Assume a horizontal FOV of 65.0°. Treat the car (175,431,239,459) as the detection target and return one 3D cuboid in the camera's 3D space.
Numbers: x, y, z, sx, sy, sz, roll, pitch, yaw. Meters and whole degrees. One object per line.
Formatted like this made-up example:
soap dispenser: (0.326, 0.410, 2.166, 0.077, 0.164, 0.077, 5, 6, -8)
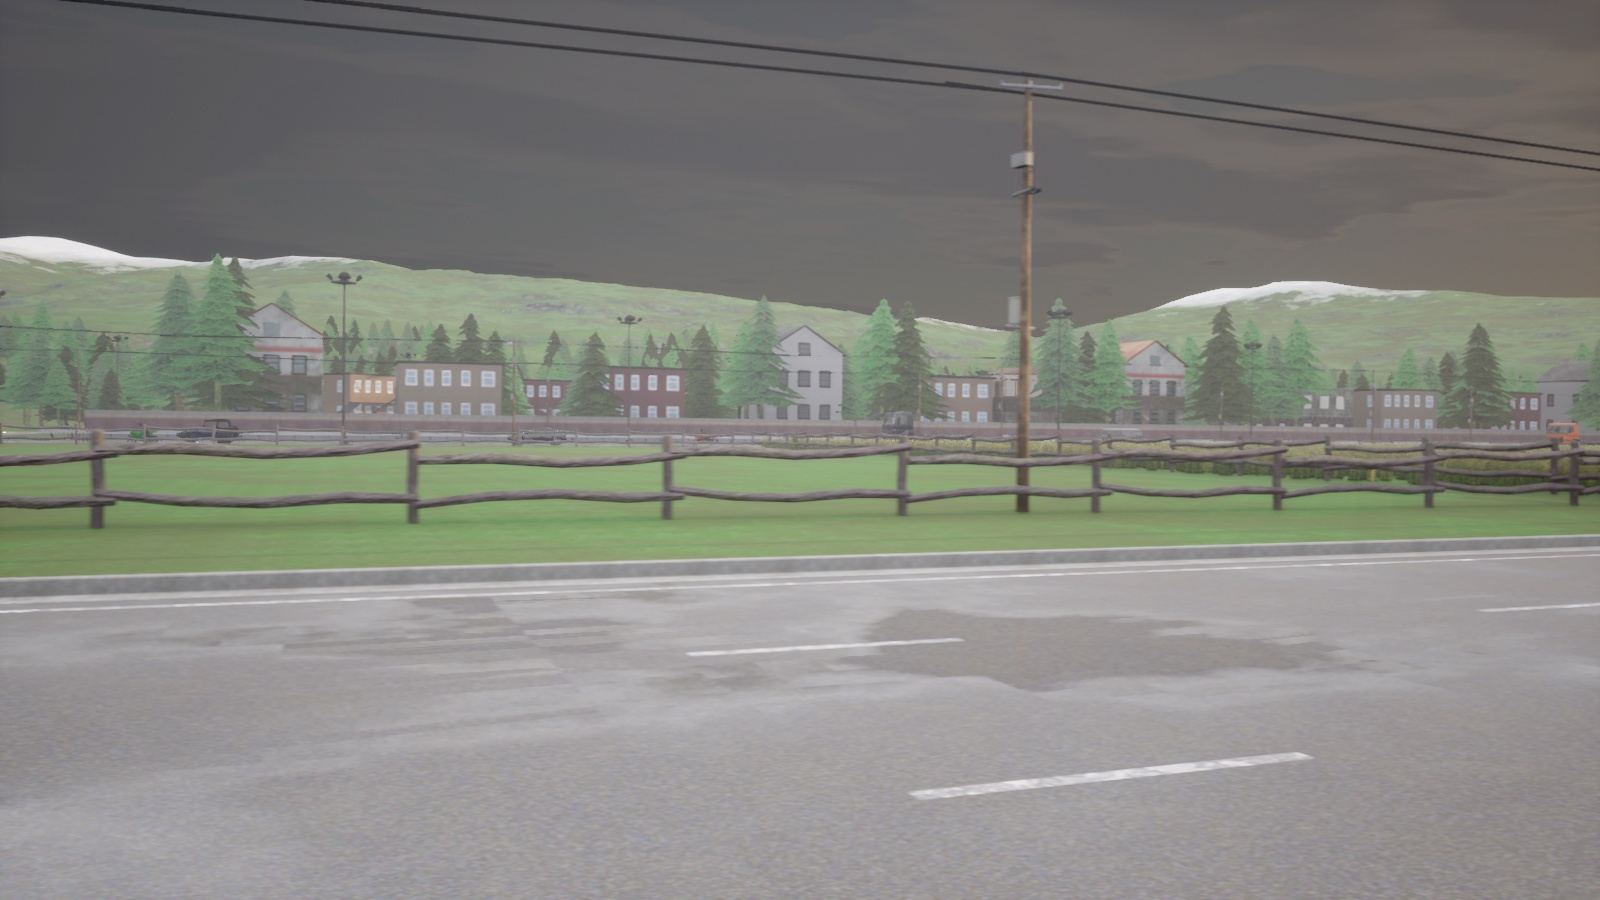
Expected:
car: (-41.248, -0.385, 87.423, 3.866, 1.878, 1.905, -1, 1, -21)
